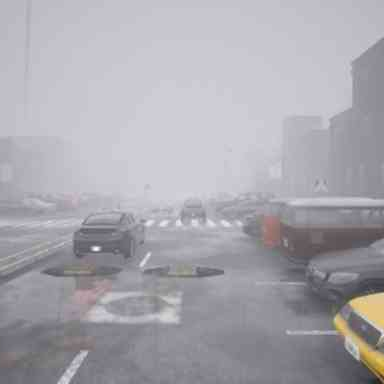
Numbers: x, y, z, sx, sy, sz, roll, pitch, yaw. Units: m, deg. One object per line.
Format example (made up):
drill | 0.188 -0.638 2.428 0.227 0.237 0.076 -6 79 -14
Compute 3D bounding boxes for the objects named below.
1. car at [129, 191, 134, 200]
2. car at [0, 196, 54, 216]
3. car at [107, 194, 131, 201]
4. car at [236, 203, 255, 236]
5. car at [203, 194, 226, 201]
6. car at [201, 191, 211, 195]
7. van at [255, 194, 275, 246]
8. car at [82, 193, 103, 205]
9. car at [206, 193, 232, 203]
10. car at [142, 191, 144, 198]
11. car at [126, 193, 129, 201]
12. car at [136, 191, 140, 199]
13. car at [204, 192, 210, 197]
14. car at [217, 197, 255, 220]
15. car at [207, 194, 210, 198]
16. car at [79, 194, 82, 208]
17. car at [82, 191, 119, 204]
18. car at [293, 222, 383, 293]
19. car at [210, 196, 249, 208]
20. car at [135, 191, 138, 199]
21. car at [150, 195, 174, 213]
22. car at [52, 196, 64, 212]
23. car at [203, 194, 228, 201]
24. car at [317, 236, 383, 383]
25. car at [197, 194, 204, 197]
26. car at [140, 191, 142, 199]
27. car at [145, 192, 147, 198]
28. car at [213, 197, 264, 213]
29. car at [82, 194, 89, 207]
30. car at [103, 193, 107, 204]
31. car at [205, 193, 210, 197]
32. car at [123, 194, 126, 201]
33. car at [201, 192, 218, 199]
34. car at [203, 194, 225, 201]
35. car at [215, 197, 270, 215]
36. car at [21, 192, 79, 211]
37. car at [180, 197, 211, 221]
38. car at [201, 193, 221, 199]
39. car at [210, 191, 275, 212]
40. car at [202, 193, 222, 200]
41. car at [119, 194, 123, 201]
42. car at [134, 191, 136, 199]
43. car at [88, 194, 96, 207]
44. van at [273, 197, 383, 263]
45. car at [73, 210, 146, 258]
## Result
car | -15.406 1.091 68.505 5.366 1.575 1.946 0 0 0
car | -15.518 1.377 29.898 4.792 1.488 2.163 0 0 0
car | -15.560 1.114 71.263 4.792 1.488 2.163 0 0 0
car | 4.696 1.403 14.954 4.892 1.521 2.231 0 0 0
car | 4.806 1.122 70.655 4.792 1.488 2.163 0 0 0
car | 4.769 0.901 56.635 5.566 2.045 2.435 0 0 0
van | 4.820 1.191 12.173 4.442 1.987 1.878 0 0 0
car | -15.563 1.222 46.444 5.008 1.535 2.097 0 0 0
car | 4.780 1.013 59.448 4.553 1.767 2.185 0 0 0
car | -15.574 1.051 85.048 5.008 1.535 2.097 0 0 0
car | -15.777 1.102 65.742 5.366 1.575 1.946 0 0 0
car | -15.612 1.089 79.534 4.792 1.488 2.163 0 0 0
car | 4.697 1.213 51.077 4.792 1.488 2.163 0 0 0
car | 4.668 1.369 26.071 4.792 1.488 2.163 0 0 0
car | 4.703 1.252 40.086 5.008 1.535 2.097 0 0 0
car | -15.526 1.161 38.171 4.553 1.767 2.185 0 0 0
car | -15.550 0.913 54.714 5.566 2.045 2.435 0 0 0
car | 4.708 1.486 6.616 4.674 1.452 2.002 0 0 0
car | 4.733 1.265 42.741 4.792 1.488 2.163 0 0 0
car | -15.583 1.107 76.740 4.674 1.452 2.002 0 0 0
car | -2.902 1.336 34.092 1.812 1.442 4.674 0 0 0
car | -15.553 1.368 32.656 4.674 1.452 2.002 0 0 0
car | 4.777 1.104 67.875 4.892 1.521 2.231 0 0 0
car | 4.522 1.457 3.836 5.366 1.575 1.946 0 0 0
car | 0.096 1.322 42.311 1.994 1.385 4.181 0 0 0
car | -15.550 0.929 82.291 4.553 1.767 2.185 0 0 0
car | -15.604 0.795 90.562 5.566 2.045 2.435 0 0 0
car | 4.698 1.288 34.410 5.008 1.535 2.097 0 0 0
car | -15.558 1.306 40.799 4.674 1.452 2.002 0 0 0
car | -15.574 1.241 49.202 4.674 1.452 2.002 0 0 0
car | 4.897 1.214 45.519 5.366 1.575 1.946 0 0 0
car | -15.618 1.148 62.986 4.792 1.488 2.163 0 0 0
car | 4.808 0.919 92.880 4.553 1.767 2.185 0 0 0
car | 4.782 1.124 73.434 4.674 1.452 2.002 0 0 0
car | 4.688 1.306 31.631 4.892 1.521 2.231 0 0 0
car | -15.526 1.056 35.412 5.566 2.045 2.435 0 0 0
car | 0.089 1.355 25.286 2.128 1.511 4.902 0 0 0
car | 4.807 1.057 84.550 4.892 1.521 2.231 0 0 0
car | 4.667 1.071 28.850 5.566 2.045 2.435 0 0 0
car | 4.835 1.091 81.772 4.792 1.488 2.163 0 0 0
car | -15.771 1.129 60.228 5.366 1.575 1.946 0 0 0
car | -15.558 1.104 74.019 4.792 1.488 2.163 0 0 0
car | -15.562 1.283 43.687 4.674 1.452 2.002 0 0 0
van | 4.821 1.206 9.394 4.442 1.987 1.878 0 0 0
car | -2.908 1.441 12.445 1.837 1.490 4.892 0 0 0
